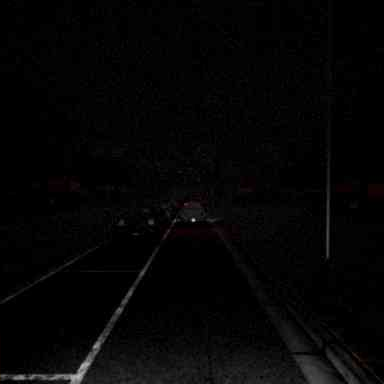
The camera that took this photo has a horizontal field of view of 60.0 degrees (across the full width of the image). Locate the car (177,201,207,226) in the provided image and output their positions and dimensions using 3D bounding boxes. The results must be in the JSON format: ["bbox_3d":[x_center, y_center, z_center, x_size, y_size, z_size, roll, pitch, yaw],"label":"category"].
[{"bbox_3d":[0.089,1.579,23.548,1.812,1.442,4.674,0,0,0],"label":"car"}]

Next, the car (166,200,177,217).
[{"bbox_3d":[-2.675,1.624,28.507,2.008,1.369,4.403,-2,0,0],"label":"car"}]

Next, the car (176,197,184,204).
[{"bbox_3d":[-2.704,1.890,76.994,1.752,1.417,4.829,-2,0,0],"label":"car"}]

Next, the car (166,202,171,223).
[{"bbox_3d":[-2.668,1.633,23.055,1.802,1.307,4.206,-1,0,0],"label":"car"}]

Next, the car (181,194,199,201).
[{"bbox_3d":[0.076,1.481,39.935,2.097,1.767,4.553,0,0,0],"label":"car"}]

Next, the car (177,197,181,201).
[{"bbox_3d":[-2.684,1.737,44.850,1.802,1.307,4.206,-2,0,0],"label":"car"}]

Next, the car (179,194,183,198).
[{"bbox_3d":[-2.704,1.771,71.627,1.967,1.590,4.097,-2,0,0],"label":"car"}]

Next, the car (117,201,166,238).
[{"bbox_3d":[-2.671,1.472,17.613,1.967,1.590,4.097,-2,0,0],"label":"car"}]

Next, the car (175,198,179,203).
[{"bbox_3d":[-2.678,1.649,33.956,2.008,1.369,4.403,-2,0,0],"label":"car"}]
